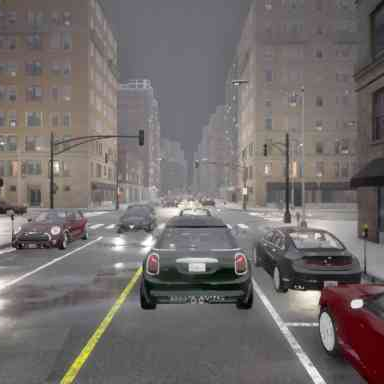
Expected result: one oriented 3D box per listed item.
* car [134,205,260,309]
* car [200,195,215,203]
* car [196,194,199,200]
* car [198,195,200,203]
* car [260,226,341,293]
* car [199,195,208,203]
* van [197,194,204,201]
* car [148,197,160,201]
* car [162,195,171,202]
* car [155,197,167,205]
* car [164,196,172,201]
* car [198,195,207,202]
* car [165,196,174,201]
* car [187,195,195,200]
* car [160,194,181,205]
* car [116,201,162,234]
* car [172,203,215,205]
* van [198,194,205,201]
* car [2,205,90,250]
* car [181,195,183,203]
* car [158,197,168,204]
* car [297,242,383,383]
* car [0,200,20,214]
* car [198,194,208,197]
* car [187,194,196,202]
[{"bbox_3d":[0.066,1.355,8.017,2.097,1.767,4.553,0,0,-1],"label":"car"},{"bbox_3d":[2.661,1.590,52.547,1.887,1.381,4.507,0,0,0],"label":"car"},{"bbox_3d":[2.543,1.399,69.068,2.192,1.841,5.009,0,0,0],"label":"car"},{"bbox_3d":[2.622,1.622,58.053,1.947,1.339,4.313,0,0,0],"label":"car"},{"bbox_3d":[2.694,1.553,8.620,2.008,1.369,4.403,0,0,0],"label":"car"},{"bbox_3d":[2.503,1.541,74.575,1.967,1.590,4.097,0,0,0],"label":"car"},{"bbox_3d":[2.385,1.504,91.096,1.690,1.788,3.998,0,0,0],"label":"van"},{"bbox_3d":[-5.864,1.596,52.489,2.008,1.369,4.403,0,0,0],"label":"car"},{"bbox_3d":[-6.061,1.559,80.029,1.967,1.590,4.097,0,0,0],"label":"car"},{"bbox_3d":[-5.943,1.614,63.505,1.887,1.381,4.507,0,0,0],"label":"car"},{"bbox_3d":[-6.101,1.722,85.537,1.802,1.307,4.206,0,0,0],"label":"car"},{"bbox_3d":[2.464,1.560,80.081,1.967,1.590,4.097,0,0,0],"label":"car"},{"bbox_3d":[-6.141,1.729,91.045,1.947,1.339,4.313,0,0,0],"label":"car"},{"bbox_3d":[-0.279,1.543,90.025,1.994,1.385,4.181,0,0,0],"label":"car"},{"bbox_3d":[-3.061,1.390,48.243,2.097,1.767,4.553,0,0,-1],"label":"car"},{"bbox_3d":[-3.054,1.507,19.290,1.837,1.490,4.892,0,0,0],"label":"car"},{"bbox_3d":[0.133,1.497,15.319,2.128,1.511,4.902,0,0,0],"label":"car"},{"bbox_3d":[2.425,1.481,85.590,1.690,1.788,3.998,0,0,0],"label":"van"},{"bbox_3d":[-5.818,1.445,14.127,1.967,1.590,4.097,0,0,0],"label":"car"},{"bbox_3d":[-3.136,1.661,59.818,1.895,1.301,4.718,0,0,0],"label":"car"},{"bbox_3d":[-5.983,1.666,69.013,1.802,1.307,4.206,0,0,0],"label":"car"},{"bbox_3d":[2.682,1.545,3.128,1.887,1.381,4.507,0,0,0],"label":"car"},{"bbox_3d":[-17.605,1.404,30.165,5.008,1.535,1.882,0,0,-2],"label":"car"},{"bbox_3d":[2.581,1.595,63.731,1.752,1.417,4.829,0,0,0],"label":"car"},{"bbox_3d":[-0.207,1.707,80.049,1.895,1.301,4.718,0,0,0],"label":"car"}]
